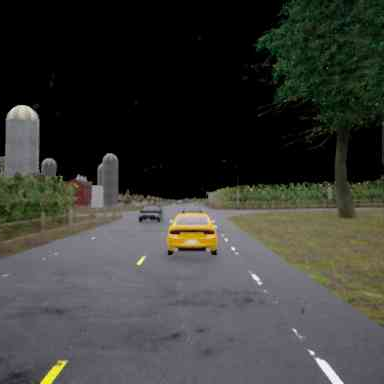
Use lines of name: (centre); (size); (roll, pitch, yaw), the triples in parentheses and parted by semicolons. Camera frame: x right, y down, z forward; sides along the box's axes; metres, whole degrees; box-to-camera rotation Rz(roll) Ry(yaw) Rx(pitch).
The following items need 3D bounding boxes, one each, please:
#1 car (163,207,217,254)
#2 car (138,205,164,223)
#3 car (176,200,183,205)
car: (0.022, 1.639, 14.266); (1.882, 1.535, 5.008); (0, 0, 0)
car: (-3.520, 1.891, 29.546); (2.033, 1.411, 5.357); (0, -1, 0)
car: (-3.527, 3.060, 95.202); (1.837, 1.490, 4.892); (0, -1, 0)
